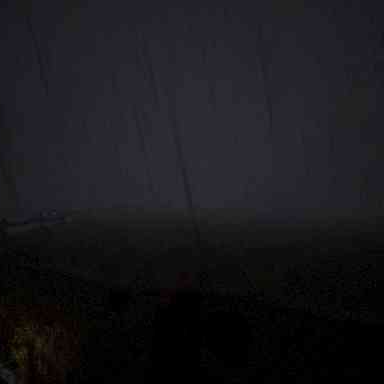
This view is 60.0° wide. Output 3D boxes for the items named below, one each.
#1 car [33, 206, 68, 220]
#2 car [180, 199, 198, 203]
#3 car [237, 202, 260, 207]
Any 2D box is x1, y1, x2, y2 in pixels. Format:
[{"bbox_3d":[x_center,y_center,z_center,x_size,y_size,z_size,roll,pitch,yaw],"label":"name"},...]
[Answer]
[{"bbox_3d":[-12.120,1.860,28.820,1.994,1.385,4.181,1,-1,-6],"label":"car"},{"bbox_3d":[-0.702,2.916,89.500,4.605,1.855,1.932,1,-1,-3],"label":"car"},{"bbox_3d":[13.356,3.118,76.290,4.611,1.667,2.242,1,-1,-3],"label":"car"}]
